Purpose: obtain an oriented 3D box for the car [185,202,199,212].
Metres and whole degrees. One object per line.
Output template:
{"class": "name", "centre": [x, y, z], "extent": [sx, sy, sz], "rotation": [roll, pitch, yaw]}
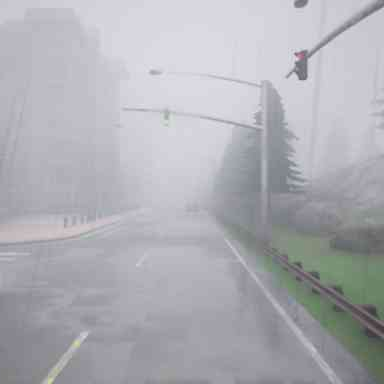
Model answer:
{"class": "car", "centre": [-0.024, 2.171, 48.583], "extent": [1.994, 1.385, 4.181], "rotation": [0, -1, 0]}
